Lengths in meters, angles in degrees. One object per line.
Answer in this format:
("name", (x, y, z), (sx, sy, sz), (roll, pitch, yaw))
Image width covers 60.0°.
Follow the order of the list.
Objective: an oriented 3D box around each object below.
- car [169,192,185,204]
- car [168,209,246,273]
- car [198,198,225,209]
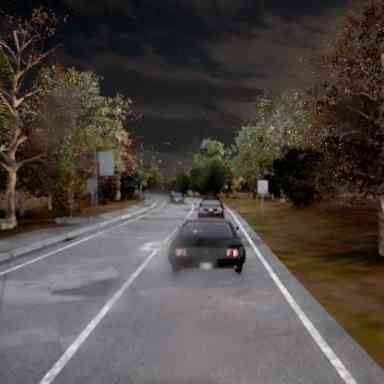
("car", (-2.004, 0.793, 44.026), (2.128, 1.511, 4.902), (0, 1, -3))
("car", (0.495, 1.434, 10.097), (1.895, 1.301, 4.718), (0, 1, 4))
("car", (1.382, 1.166, 23.910), (2.033, 1.411, 5.357), (0, 1, 4))
